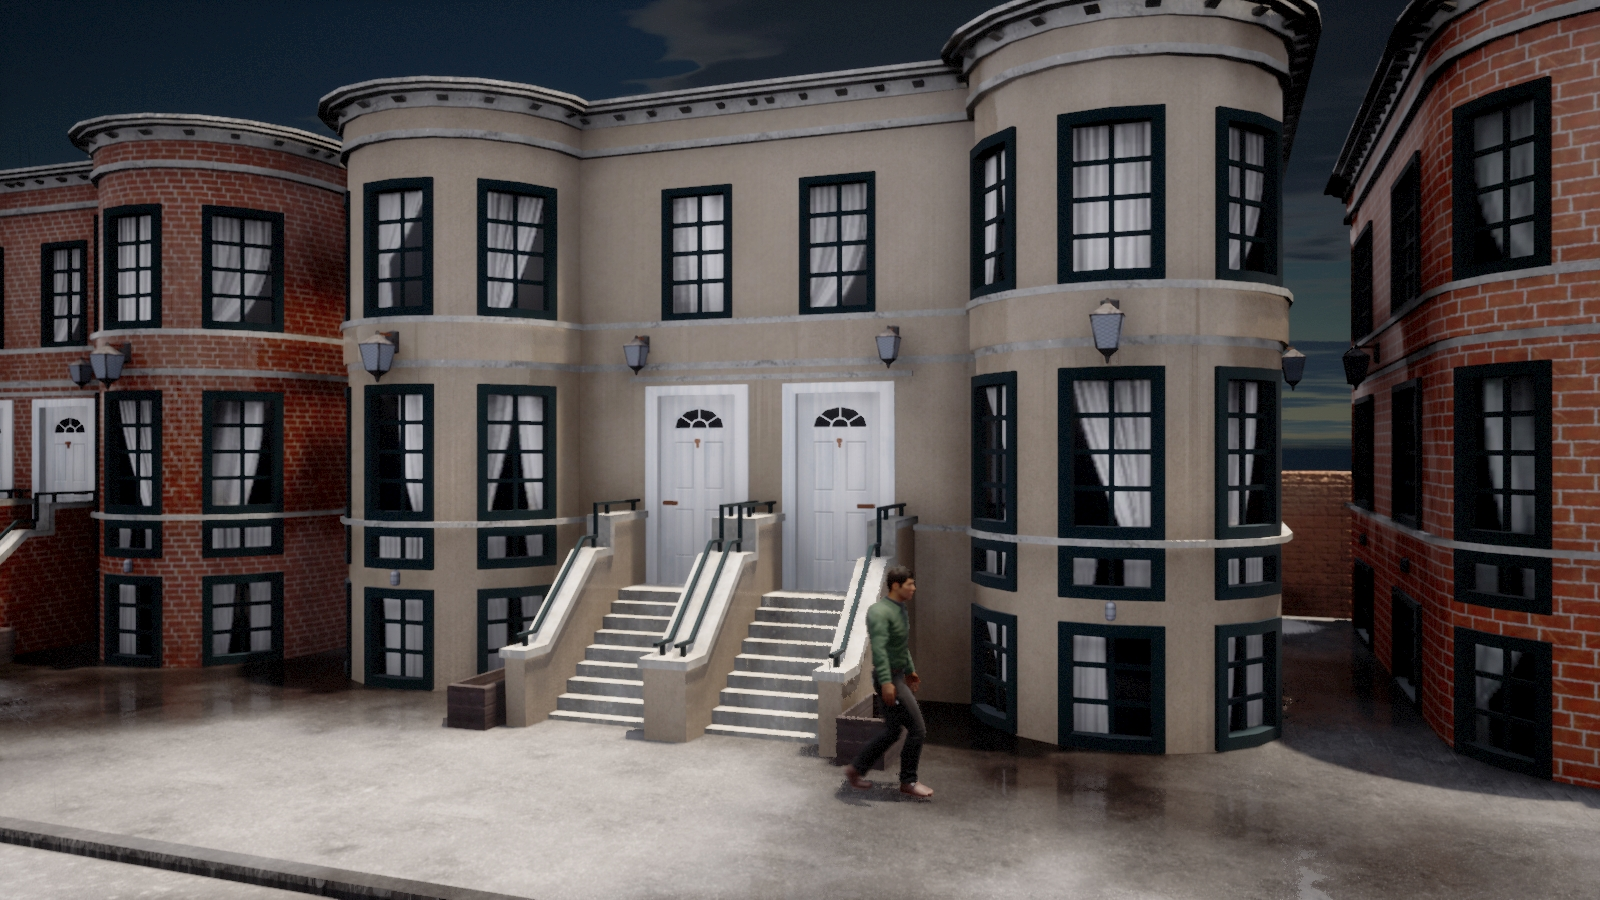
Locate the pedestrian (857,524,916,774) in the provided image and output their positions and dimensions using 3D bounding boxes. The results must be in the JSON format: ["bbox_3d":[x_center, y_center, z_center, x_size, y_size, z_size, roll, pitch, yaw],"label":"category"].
[{"bbox_3d":[0.679,1.526,8.902,0.375,1.860,0.375,0,0,19],"label":"pedestrian"}]
